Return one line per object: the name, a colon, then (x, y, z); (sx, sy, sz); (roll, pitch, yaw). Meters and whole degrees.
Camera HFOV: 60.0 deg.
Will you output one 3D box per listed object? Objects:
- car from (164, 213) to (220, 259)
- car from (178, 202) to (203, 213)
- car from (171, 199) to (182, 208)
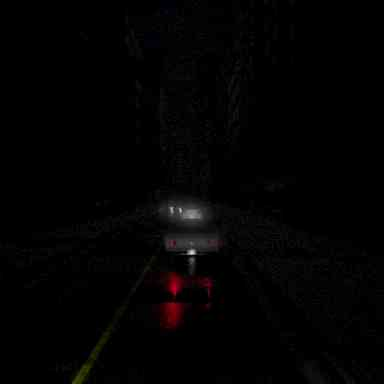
car: (0.007, 1.731, 13.254); (1.895, 1.301, 4.718); (0, -1, 0)
car: (0.007, 1.803, 28.909); (1.812, 1.442, 4.674); (0, 0, 0)
car: (-2.797, 2.073, 60.547); (1.837, 1.490, 4.892); (0, -1, 0)
